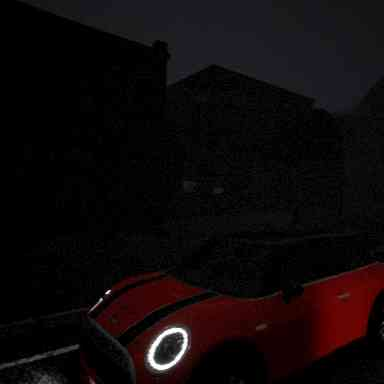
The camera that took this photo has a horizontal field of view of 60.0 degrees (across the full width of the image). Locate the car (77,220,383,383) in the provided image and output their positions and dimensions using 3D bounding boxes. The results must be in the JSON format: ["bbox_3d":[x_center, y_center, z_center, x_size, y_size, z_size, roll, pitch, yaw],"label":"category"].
[{"bbox_3d":[0.858,1.348,4.612,4.553,1.767,2.097,0,0,-36],"label":"car"}]
